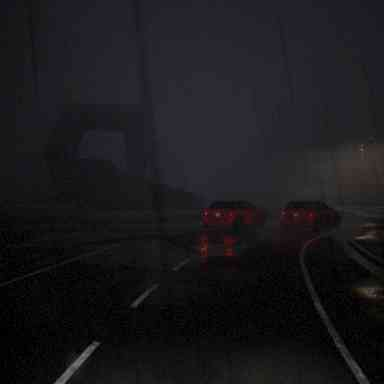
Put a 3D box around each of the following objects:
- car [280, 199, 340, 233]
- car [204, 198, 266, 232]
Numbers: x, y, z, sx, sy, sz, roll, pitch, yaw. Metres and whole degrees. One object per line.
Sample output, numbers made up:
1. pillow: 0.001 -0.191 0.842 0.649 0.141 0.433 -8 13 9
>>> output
1. car: 6.936 1.247 19.314 2.097 1.767 4.553 1 1 41
2. car: 2.641 1.228 19.567 2.097 1.767 4.553 1 1 36
